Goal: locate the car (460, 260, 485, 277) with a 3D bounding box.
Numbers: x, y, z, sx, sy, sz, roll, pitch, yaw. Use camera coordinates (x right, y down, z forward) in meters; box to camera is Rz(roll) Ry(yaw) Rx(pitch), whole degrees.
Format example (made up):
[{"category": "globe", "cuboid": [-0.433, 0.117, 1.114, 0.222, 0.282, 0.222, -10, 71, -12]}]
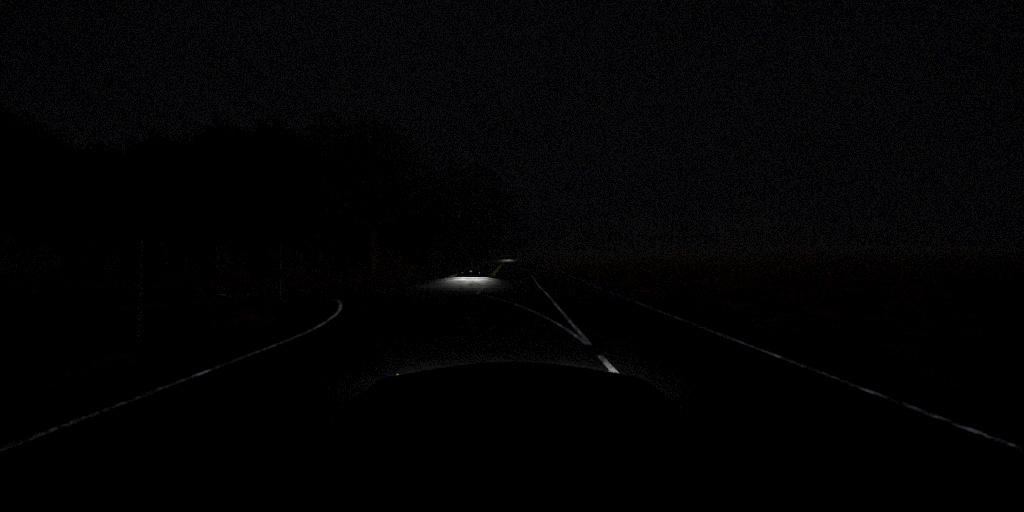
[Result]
[{"category": "car", "cuboid": [-3.500, 1.083, 32.508, 1.994, 1.385, 4.181, 0, 1, 0]}]
